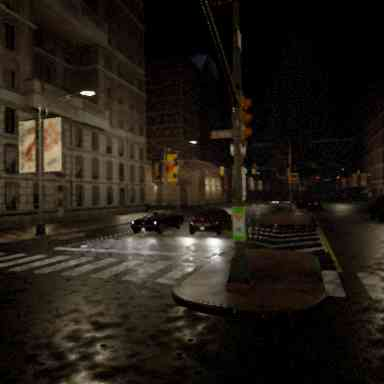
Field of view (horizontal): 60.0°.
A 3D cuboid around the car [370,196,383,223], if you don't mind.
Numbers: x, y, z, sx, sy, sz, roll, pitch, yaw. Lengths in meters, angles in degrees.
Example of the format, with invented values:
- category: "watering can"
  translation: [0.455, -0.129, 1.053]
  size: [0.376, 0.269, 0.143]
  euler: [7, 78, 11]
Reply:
- category: "car"
  translation: [15.496, 1.293, 25.993]
  size: [2.150, 2.045, 5.566]
  euler: [-1, -1, 19]

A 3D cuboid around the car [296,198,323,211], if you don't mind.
- category: "car"
  translation: [15.966, 1.637, 45.600]
  size: [2.097, 1.767, 4.553]
  euler: [-1, -1, -6]

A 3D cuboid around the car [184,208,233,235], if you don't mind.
- category: "car"
  translation: [1.313, 1.745, 20.579]
  size: [1.812, 1.442, 4.674]
  euler: [-1, -1, 19]

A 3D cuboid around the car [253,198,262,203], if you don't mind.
- category: "car"
  translation: [17.750, 2.349, 89.550]
  size: [1.895, 1.301, 4.718]
  euler: [-1, -1, 19]

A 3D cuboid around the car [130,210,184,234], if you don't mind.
- category: "car"
  translation: [-2.101, 1.880, 21.408]
  size: [1.895, 1.301, 4.718]
  euler: [-1, -1, 19]
